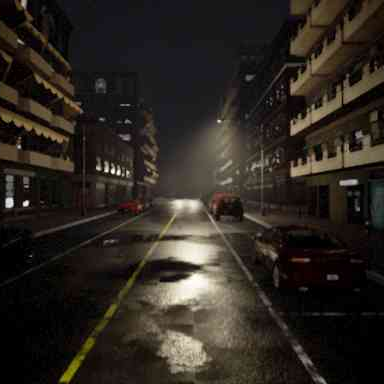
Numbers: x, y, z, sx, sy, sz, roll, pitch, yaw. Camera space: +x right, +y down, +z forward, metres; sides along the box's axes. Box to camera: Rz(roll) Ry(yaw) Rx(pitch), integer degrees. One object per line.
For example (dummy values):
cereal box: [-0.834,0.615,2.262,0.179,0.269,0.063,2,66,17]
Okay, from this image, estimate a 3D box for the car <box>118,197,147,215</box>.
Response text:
car: [-5.683,1.339,30.934,1.887,1.381,4.507,1,0,0]

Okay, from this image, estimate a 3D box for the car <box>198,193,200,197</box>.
car: [2.694,1.126,64.321,2.008,1.369,4.403,1,0,0]

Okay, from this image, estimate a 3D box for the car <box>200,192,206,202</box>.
car: [2.699,1.000,47.607,2.192,1.841,5.009,1,0,0]

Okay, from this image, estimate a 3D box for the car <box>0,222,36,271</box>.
car: [-5.680,1.508,8.650,1.947,1.339,4.313,1,0,0]

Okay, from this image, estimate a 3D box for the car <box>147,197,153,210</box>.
car: [-5.684,1.340,36.505,1.802,1.307,4.206,1,0,0]

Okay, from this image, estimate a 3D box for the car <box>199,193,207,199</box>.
car: [2.691,1.049,81.035,1.802,1.307,4.206,1,0,0]

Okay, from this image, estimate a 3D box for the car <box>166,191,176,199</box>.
car: [-5.689,0.996,86.644,1.947,1.339,4.313,1,0,0]

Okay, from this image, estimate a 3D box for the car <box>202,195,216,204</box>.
car: [2.695,1.193,53.179,1.887,1.381,4.507,1,0,0]

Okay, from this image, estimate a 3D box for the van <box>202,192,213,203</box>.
van: [2.697,0.953,58.748,1.690,1.788,3.998,1,0,0]

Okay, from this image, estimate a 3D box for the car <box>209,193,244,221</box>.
car: [2.701,1.146,25.322,2.192,1.841,5.009,1,0,0]

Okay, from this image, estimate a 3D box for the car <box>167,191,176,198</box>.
car: [-5.686,0.709,92.213,2.192,1.841,5.009,1,0,0]

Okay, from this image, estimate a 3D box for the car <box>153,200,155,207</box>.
car: [-5.685,1.303,42.076,1.802,1.307,4.206,1,0,0]

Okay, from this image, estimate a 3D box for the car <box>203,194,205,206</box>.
car: [2.697,1.246,42.206,1.752,1.417,4.829,1,0,0]

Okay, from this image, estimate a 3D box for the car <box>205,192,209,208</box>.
car: [2.701,1.109,30.893,2.192,1.841,5.009,1,0,0]

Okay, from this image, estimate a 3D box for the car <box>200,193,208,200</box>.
car: [2.693,1.027,75.633,1.752,1.417,4.829,1,0,0]

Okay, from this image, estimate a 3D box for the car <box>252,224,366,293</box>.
car: [2.701,1.487,8.611,1.887,1.381,4.507,1,0,0]
